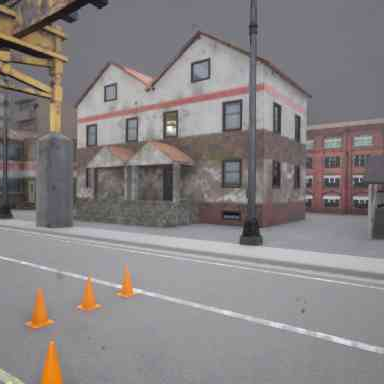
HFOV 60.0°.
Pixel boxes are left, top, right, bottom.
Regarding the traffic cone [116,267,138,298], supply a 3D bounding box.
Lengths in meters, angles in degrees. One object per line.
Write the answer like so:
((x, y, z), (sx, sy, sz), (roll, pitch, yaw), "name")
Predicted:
((-1.419, 1.949, 7.282), (0.340, 0.580, 0.340), (0, 0, 36), "traffic cone")

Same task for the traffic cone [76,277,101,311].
((-2.004, 1.949, 6.471), (0.340, 0.580, 0.340), (0, 0, 36), "traffic cone")

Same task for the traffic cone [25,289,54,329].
((-2.589, 1.949, 5.660), (0.340, 0.580, 0.340), (0, 0, 36), "traffic cone")

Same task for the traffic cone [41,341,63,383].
((-1.552, 1.952, 3.679), (0.340, 0.580, 0.340), (0, 0, 36), "traffic cone")
